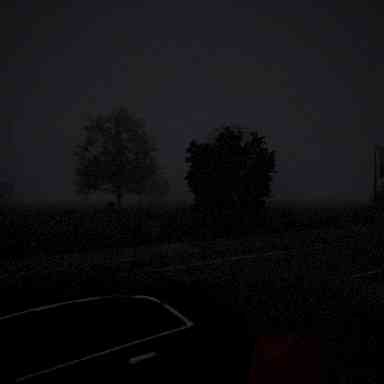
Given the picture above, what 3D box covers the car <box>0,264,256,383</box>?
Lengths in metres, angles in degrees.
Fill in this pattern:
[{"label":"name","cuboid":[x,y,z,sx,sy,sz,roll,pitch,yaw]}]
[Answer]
[{"label":"car","cuboid":[-1.628,1.500,2.739,4.892,1.490,1.837,0,0,-35]}]
